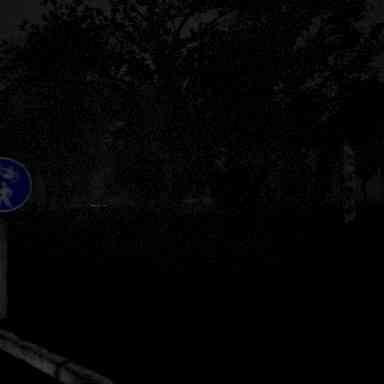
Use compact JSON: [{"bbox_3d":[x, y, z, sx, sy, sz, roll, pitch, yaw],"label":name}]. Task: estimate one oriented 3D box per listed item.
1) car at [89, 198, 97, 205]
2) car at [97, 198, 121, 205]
[{"bbox_3d":[-19.710,1.975,71.379,1.837,1.490,4.892,-1,0,36],"label":"car"},{"bbox_3d":[-16.834,1.961,69.384,1.812,1.442,4.674,-1,0,36],"label":"car"}]
